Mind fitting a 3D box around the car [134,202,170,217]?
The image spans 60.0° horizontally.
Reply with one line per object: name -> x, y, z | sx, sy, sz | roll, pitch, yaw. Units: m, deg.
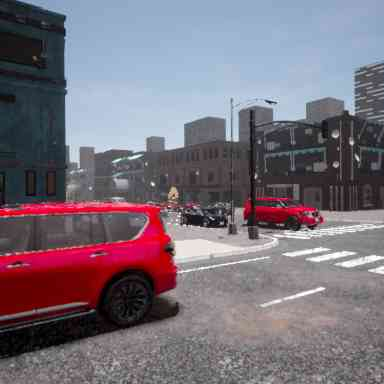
car -> -4.506, 1.874, 36.806 | 1.837, 1.490, 4.892 | -1, -1, -35

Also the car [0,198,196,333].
car -> -2.882, 1.223, 5.504 | 5.566, 2.045, 2.150 | 0, 0, -34

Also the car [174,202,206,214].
car -> -0.345, 1.903, 40.926 | 1.802, 1.307, 4.206 | -2, 0, -36

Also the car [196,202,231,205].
car -> 2.872, 1.809, 36.421 | 2.008, 1.369, 4.403 | -2, 0, -36

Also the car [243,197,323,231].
car -> 5.920, 1.384, 22.416 | 2.150, 2.045, 5.566 | -1, 0, -38

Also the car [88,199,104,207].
car -> -19.651, 2.226, 67.949 | 1.887, 1.381, 4.507 | -1, 0, -36

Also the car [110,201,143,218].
car -> -7.166, 1.846, 36.052 | 1.967, 1.590, 4.097 | -1, 0, -36

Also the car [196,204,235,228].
car -> 0.804, 1.814, 24.690 | 1.947, 1.339, 4.313 | -2, 0, -36

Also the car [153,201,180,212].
car -> -3.562, 1.965, 45.429 | 1.802, 1.307, 4.206 | -2, 0, -36
